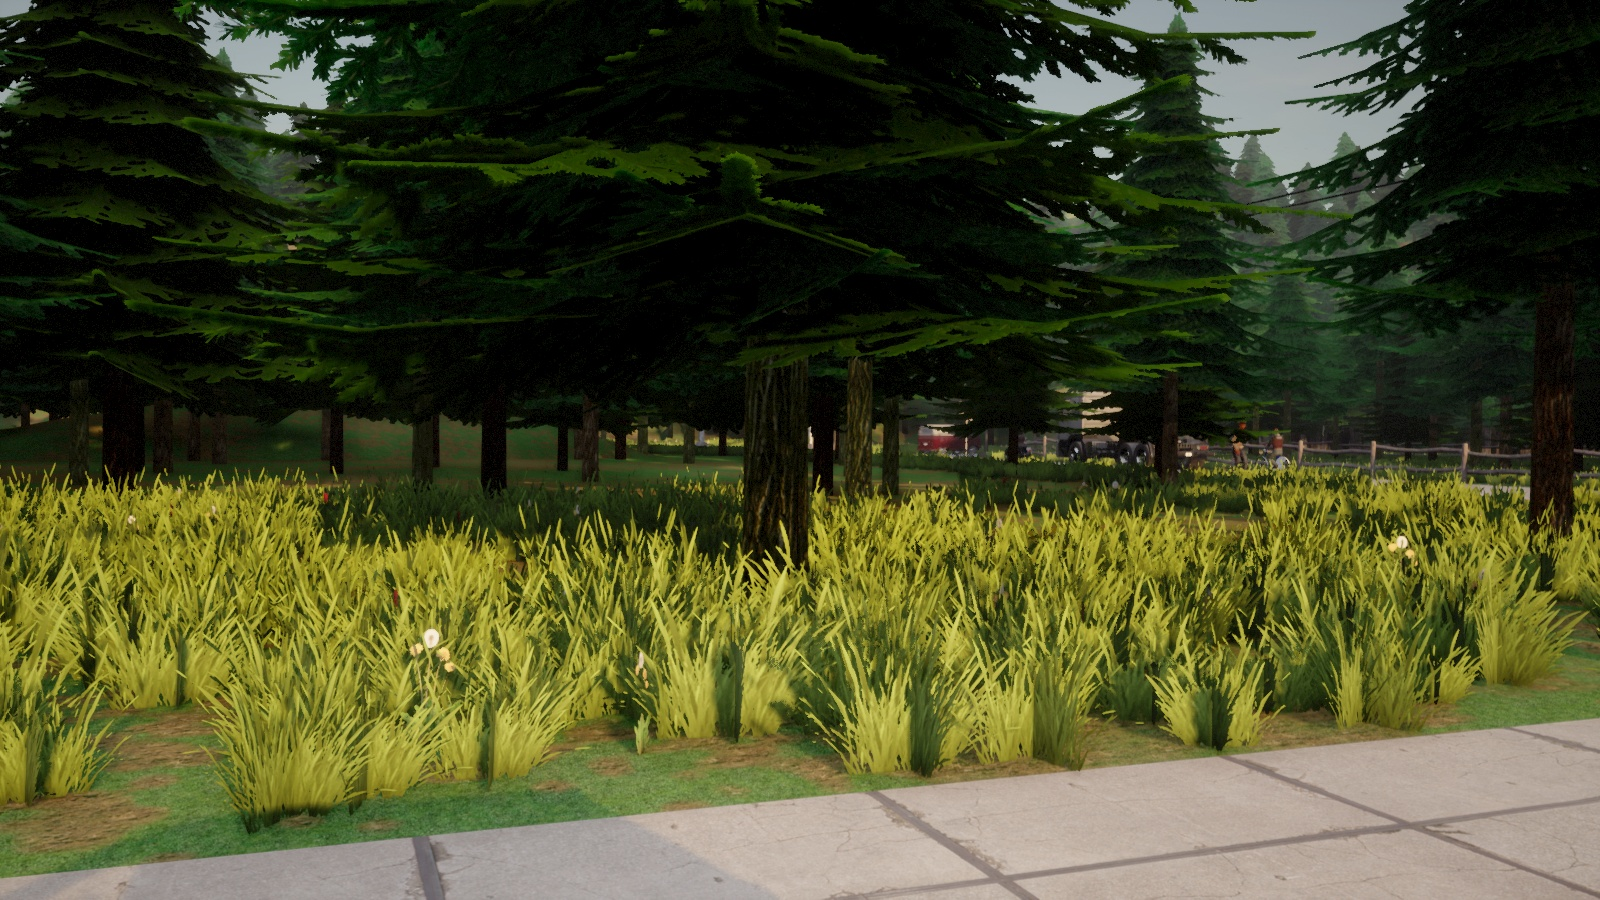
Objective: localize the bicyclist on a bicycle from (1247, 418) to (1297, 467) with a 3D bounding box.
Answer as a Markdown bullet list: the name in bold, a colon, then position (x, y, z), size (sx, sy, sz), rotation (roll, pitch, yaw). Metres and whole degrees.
- **bicyclist on a bicycle**: position (17.237, -0.283, 45.889), size (0.659, 1.776, 1.843), rotation (-1, 1, -20)

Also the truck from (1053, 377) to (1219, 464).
- **truck**: position (14.277, -1.238, 54.161), size (2.891, 3.462, 7.936), rotation (-1, 1, -20)

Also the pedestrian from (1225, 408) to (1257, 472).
- **pedestrian**: position (12.682, -0.292, 36.141), size (0.328, 1.805, 0.869), rotation (-1, 1, -30)

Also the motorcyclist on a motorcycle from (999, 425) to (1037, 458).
- **motorcyclist on a motorcycle**: position (10.978, -0.420, 63.369), size (0.766, 1.649, 2.350), rotation (-1, 1, -21)

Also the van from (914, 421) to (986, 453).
- **van**: position (9.509, -0.833, 79.317), size (4.442, 1.987, 1.775), rotation (-1, 1, -36)
